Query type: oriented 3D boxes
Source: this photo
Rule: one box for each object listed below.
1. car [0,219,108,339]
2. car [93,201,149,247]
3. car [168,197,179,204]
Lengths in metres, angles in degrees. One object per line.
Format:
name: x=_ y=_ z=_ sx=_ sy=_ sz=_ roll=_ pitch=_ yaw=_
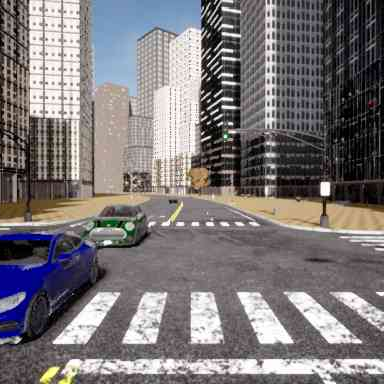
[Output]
car: x=-3.252 y=1.531 z=6.682 sx=1.812 sy=1.442 sz=4.674 roll=0 pitch=0 yaw=0
car: x=-3.248 y=1.329 z=15.031 sx=2.097 sy=1.767 sz=4.553 roll=0 pitch=1 yaw=0
car: x=-3.347 y=1.473 z=59.937 sx=1.895 sy=1.301 sz=4.718 roll=0 pitch=0 yaw=-2
